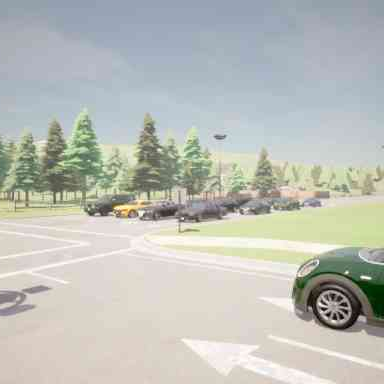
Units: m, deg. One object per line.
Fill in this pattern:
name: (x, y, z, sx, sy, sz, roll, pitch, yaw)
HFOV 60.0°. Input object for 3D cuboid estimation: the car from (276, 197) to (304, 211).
car: (11.794, 1.352, 41.227, 2.097, 1.767, 4.553, 0, 0, 36)

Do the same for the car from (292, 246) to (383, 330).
car: (4.032, 1.352, 5.414, 4.553, 1.767, 2.097, 0, 0, 35)

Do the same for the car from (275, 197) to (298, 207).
car: (14.533, 1.526, 50.841, 1.812, 1.442, 4.674, 0, 0, 37)

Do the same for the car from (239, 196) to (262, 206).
car: (9.971, 1.478, 56.435, 1.882, 1.535, 5.008, 0, 0, 37)

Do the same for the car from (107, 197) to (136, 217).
car: (-4.893, 1.478, 30.324, 1.882, 1.535, 5.008, 0, 0, 36)

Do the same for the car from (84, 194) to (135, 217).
car: (-7.726, 1.221, 32.379, 2.150, 2.045, 5.566, 0, 0, 36)

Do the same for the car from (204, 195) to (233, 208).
car: (3.932, 1.352, 48.259, 2.097, 1.767, 4.553, 0, 0, 36)

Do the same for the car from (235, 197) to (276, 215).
car: (6.564, 1.526, 34.090, 1.812, 1.442, 4.674, 0, 0, 36)

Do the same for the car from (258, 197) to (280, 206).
car: (12.660, 1.564, 54.188, 1.994, 1.385, 4.181, 0, 0, 37)

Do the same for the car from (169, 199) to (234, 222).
car: (0.884, 1.547, 26.366, 2.033, 1.411, 5.357, 0, 0, 36)

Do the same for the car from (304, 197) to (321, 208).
car: (17.707, 1.526, 49.244, 1.812, 1.442, 4.674, 0, 0, 37)

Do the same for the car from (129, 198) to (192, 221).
car: (-2.504, 1.491, 27.666, 2.128, 1.511, 4.902, 0, 0, 36)

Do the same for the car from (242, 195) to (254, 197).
car: (8.639, 1.491, 42.848, 2.128, 1.511, 4.902, 0, 0, 36)

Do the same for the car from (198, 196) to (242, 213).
car: (3.057, 1.478, 35.245, 1.882, 1.535, 5.008, 0, 0, 36)

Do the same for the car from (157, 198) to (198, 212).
car: (-1.706, 1.547, 40.585, 2.033, 1.411, 5.357, 0, 0, 36)

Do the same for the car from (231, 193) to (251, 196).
car: (6.479, 1.220, 45.820, 2.150, 2.045, 5.566, 0, 0, 36)
